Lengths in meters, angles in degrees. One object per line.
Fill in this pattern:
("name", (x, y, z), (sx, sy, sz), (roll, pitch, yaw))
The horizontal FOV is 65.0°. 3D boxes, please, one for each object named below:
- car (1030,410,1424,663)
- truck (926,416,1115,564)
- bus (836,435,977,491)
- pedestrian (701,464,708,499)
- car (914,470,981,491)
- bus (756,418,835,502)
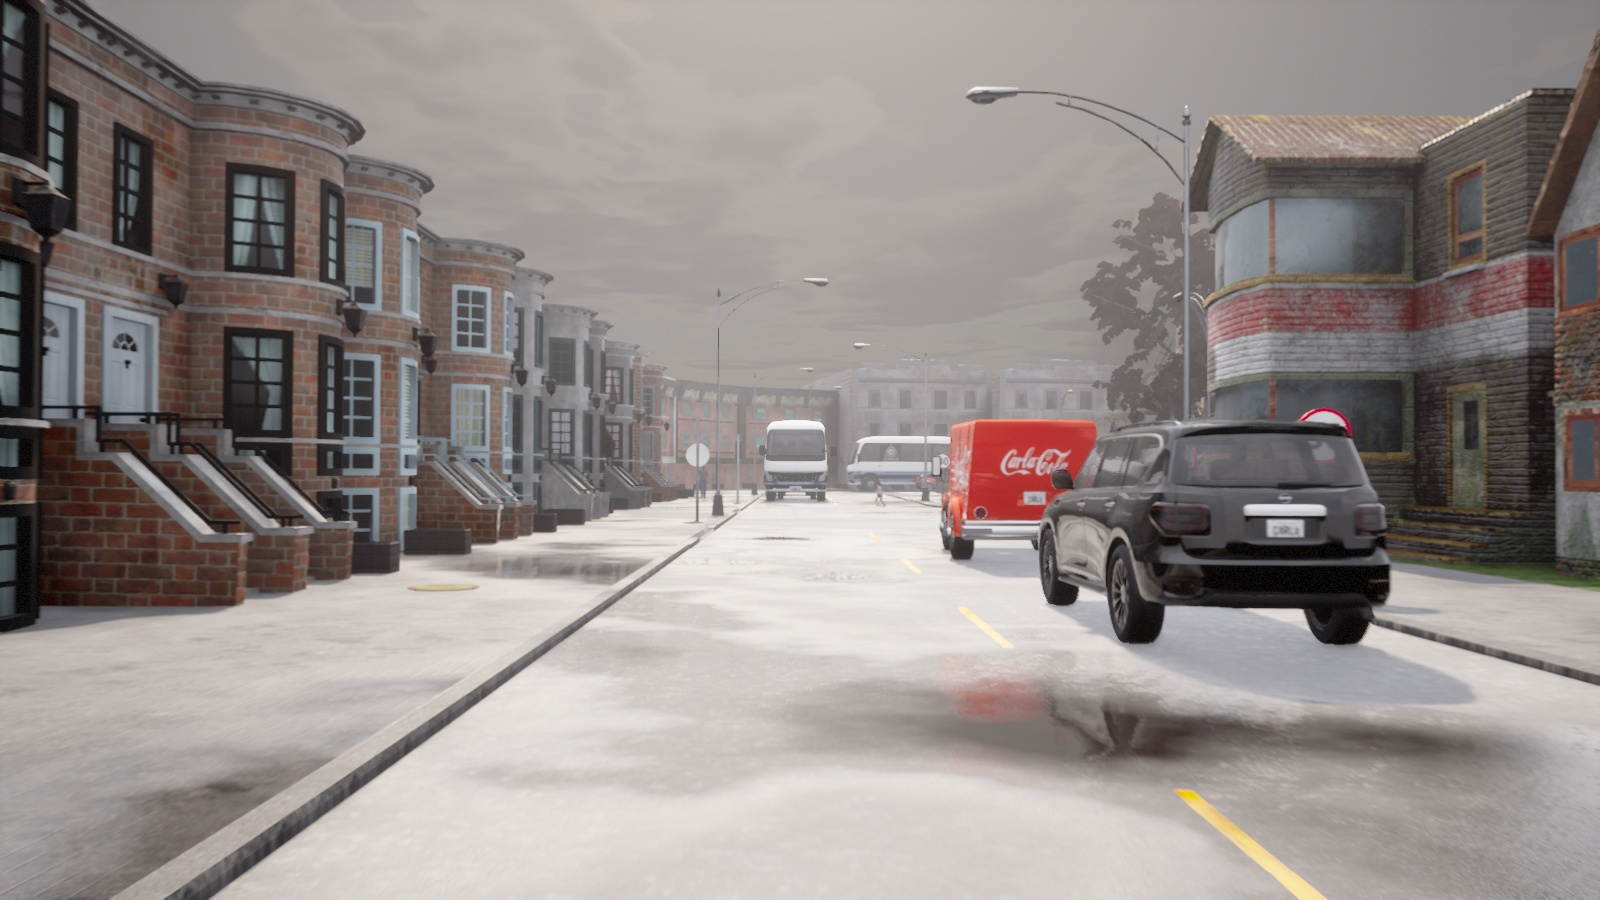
("car", (3.968, 0.736, 12.961), (2.150, 2.045, 5.566), (0, -1, 0))
("truck", (3.938, 0.707, 23.559), (2.627, 2.467, 5.204), (0, -1, 0))
("bus", (8.126, 1.025, 96.664), (10.273, 4.253, 3.944), (0, -2, -5))
("pedestrian", (-5.082, 1.659, 66.588), (0.354, 1.836, 0.706), (0, -1, -7))
("car", (10.862, 2.273, 92.872), (4.514, 1.525, 2.007), (0, -1, -12))
("bus", (-0.181, 0.585, 68.449), (3.944, 4.253, 10.273), (0, -1, 0))
